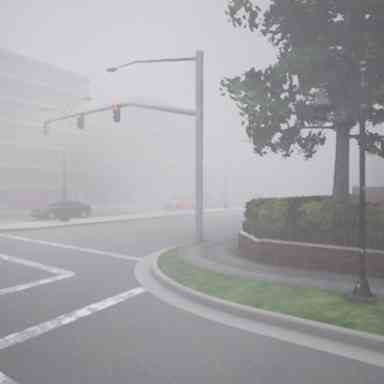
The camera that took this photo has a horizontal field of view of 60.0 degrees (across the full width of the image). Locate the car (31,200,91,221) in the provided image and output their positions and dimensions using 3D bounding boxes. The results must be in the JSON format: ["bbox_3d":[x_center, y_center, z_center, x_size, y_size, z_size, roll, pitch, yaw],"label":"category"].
[{"bbox_3d":[-10.565,1.444,27.117,1.837,1.490,4.892,0,0,36],"label":"car"}]

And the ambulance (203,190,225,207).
[{"bbox_3d":[2.609,0.959,51.014,2.351,2.431,6.366,0,0,36],"label":"ambulance"}]

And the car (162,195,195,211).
[{"bbox_3d":[-1.511,1.292,39.560,2.097,1.767,4.553,0,0,36],"label":"car"}]

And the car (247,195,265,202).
[{"bbox_3d":[11.167,1.295,56.835,2.097,1.767,4.553,0,0,36],"label":"car"}]
